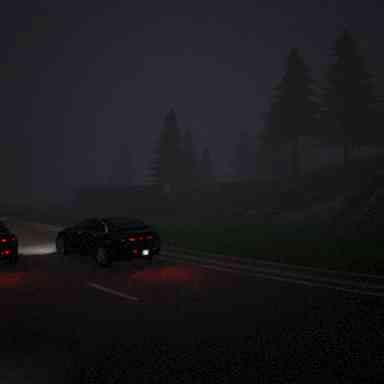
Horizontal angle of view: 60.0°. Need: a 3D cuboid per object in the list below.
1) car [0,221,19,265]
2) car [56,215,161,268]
[{"bbox_3d":[-7.412,1.624,11.218,1.837,1.490,4.892,0,0,-44],"label":"car"},{"bbox_3d":[-3.121,1.600,11.811,4.892,1.490,1.837,-1,0,45],"label":"car"}]
